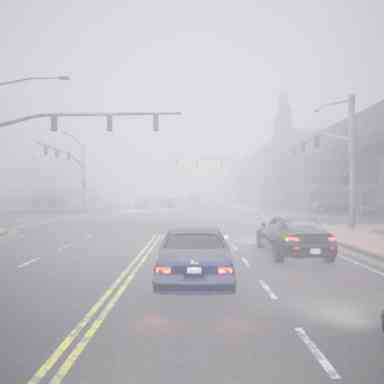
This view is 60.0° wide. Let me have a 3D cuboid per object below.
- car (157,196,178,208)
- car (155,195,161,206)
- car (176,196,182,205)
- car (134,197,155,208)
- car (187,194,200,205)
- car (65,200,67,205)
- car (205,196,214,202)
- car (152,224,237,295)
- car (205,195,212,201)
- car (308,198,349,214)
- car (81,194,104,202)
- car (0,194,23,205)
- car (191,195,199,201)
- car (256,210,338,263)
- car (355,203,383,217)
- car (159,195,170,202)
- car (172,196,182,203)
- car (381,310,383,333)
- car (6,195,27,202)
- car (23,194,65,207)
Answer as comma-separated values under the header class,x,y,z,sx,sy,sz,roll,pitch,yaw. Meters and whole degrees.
class,x,y,z,sx,sy,sz,roll,pitch,yaw
car,-3.681,1.687,50.847,1.895,1.301,4.718,0,0,1
car,-7.024,1.661,57.667,1.994,1.385,4.181,0,0,2
car,-3.424,1.667,60.906,1.994,1.385,4.181,0,0,2
car,-7.221,1.574,48.755,2.128,1.511,4.902,0,0,1
car,0.241,1.324,60.657,2.150,2.045,5.566,0,0,1
car,-21.409,1.243,51.250,3.866,1.878,1.905,0,0,0
car,4.111,1.682,78.697,1.994,1.385,4.181,0,0,2
car,0.061,1.563,8.925,2.033,1.411,5.357,0,0,0
car,4.369,1.619,88.488,1.994,1.385,4.181,0,0,2
car,14.674,1.411,35.180,4.553,1.767,2.097,0,0,0
car,-21.432,1.276,70.874,3.866,1.878,1.905,0,0,0
car,-38.952,1.273,70.866,4.605,1.855,1.932,0,0,0
car,0.866,1.627,88.407,1.882,1.535,5.008,0,0,2
car,3.567,1.546,11.915,1.812,1.442,4.674,0,0,0
car,18.266,1.654,31.666,4.718,1.301,1.895,0,0,0
car,-6.416,1.592,77.789,1.882,1.535,5.008,0,0,2
car,-3.089,1.620,71.194,1.837,1.490,4.892,0,0,2
car,3.596,1.531,2.810,1.812,1.442,4.674,0,0,1
car,-38.886,1.488,73.762,3.905,1.438,1.784,0,0,0
car,-21.466,1.235,48.356,4.605,1.855,1.932,0,0,0
